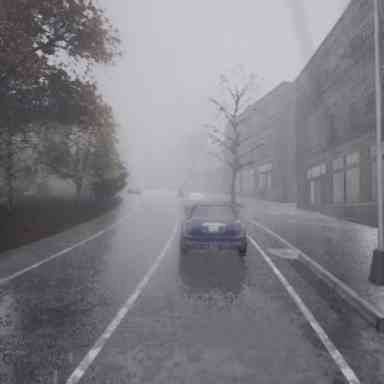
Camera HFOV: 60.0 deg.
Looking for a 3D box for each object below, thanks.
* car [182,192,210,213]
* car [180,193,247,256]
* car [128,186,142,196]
[{"bbox_3d":[0.218,0.814,27.932,1.812,1.442,4.674,1,2,-6],"label":"car"},{"bbox_3d":[0.719,1.067,12.125,2.097,1.767,4.553,1,2,2],"label":"car"},{"bbox_3d":[-9.727,-0.174,56.711,1.837,1.490,4.892,2,1,-19],"label":"car"}]
